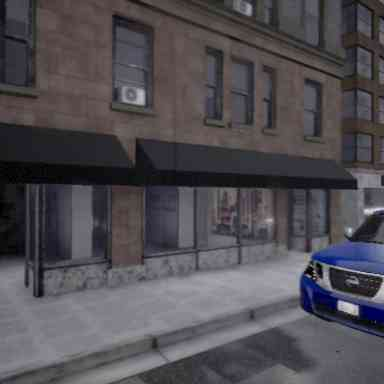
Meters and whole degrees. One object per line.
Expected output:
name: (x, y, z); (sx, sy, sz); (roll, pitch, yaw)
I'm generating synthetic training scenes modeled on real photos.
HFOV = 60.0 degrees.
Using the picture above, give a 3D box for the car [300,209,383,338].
car: (4.450, 1.286, 6.260); (5.566, 2.045, 2.150); (0, 0, -35)
